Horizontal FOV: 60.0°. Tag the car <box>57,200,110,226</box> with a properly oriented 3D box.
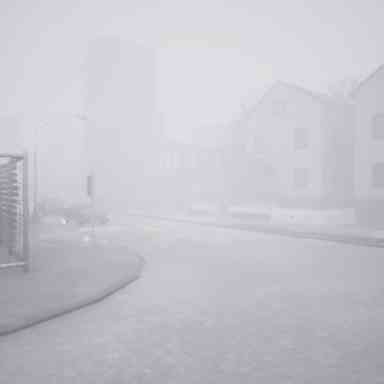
[{"bbox_3d":[-7.599,1.515,23.443,2.033,1.411,5.357,0,0,-35],"label":"car"}]

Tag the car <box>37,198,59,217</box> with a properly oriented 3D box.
[{"bbox_3d":[-13.333,1.319,31.504,2.097,1.767,4.553,0,0,-35],"label":"car"}]
